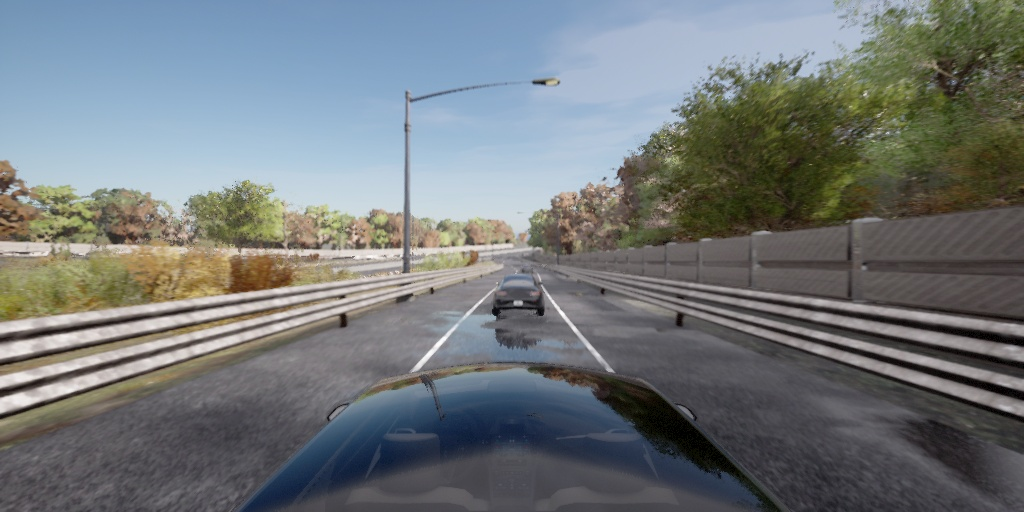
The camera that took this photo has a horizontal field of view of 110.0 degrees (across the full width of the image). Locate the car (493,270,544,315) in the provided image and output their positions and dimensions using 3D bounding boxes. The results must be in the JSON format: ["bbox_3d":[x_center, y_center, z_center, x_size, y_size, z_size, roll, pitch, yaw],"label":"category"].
[{"bbox_3d":[0.267,1.443,14.339,1.812,1.442,4.674,0,-1,1],"label":"car"}]

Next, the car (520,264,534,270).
[{"bbox_3d":[2.418,2.024,57.935,2.128,1.511,4.902,0,-1,2],"label":"car"}]
